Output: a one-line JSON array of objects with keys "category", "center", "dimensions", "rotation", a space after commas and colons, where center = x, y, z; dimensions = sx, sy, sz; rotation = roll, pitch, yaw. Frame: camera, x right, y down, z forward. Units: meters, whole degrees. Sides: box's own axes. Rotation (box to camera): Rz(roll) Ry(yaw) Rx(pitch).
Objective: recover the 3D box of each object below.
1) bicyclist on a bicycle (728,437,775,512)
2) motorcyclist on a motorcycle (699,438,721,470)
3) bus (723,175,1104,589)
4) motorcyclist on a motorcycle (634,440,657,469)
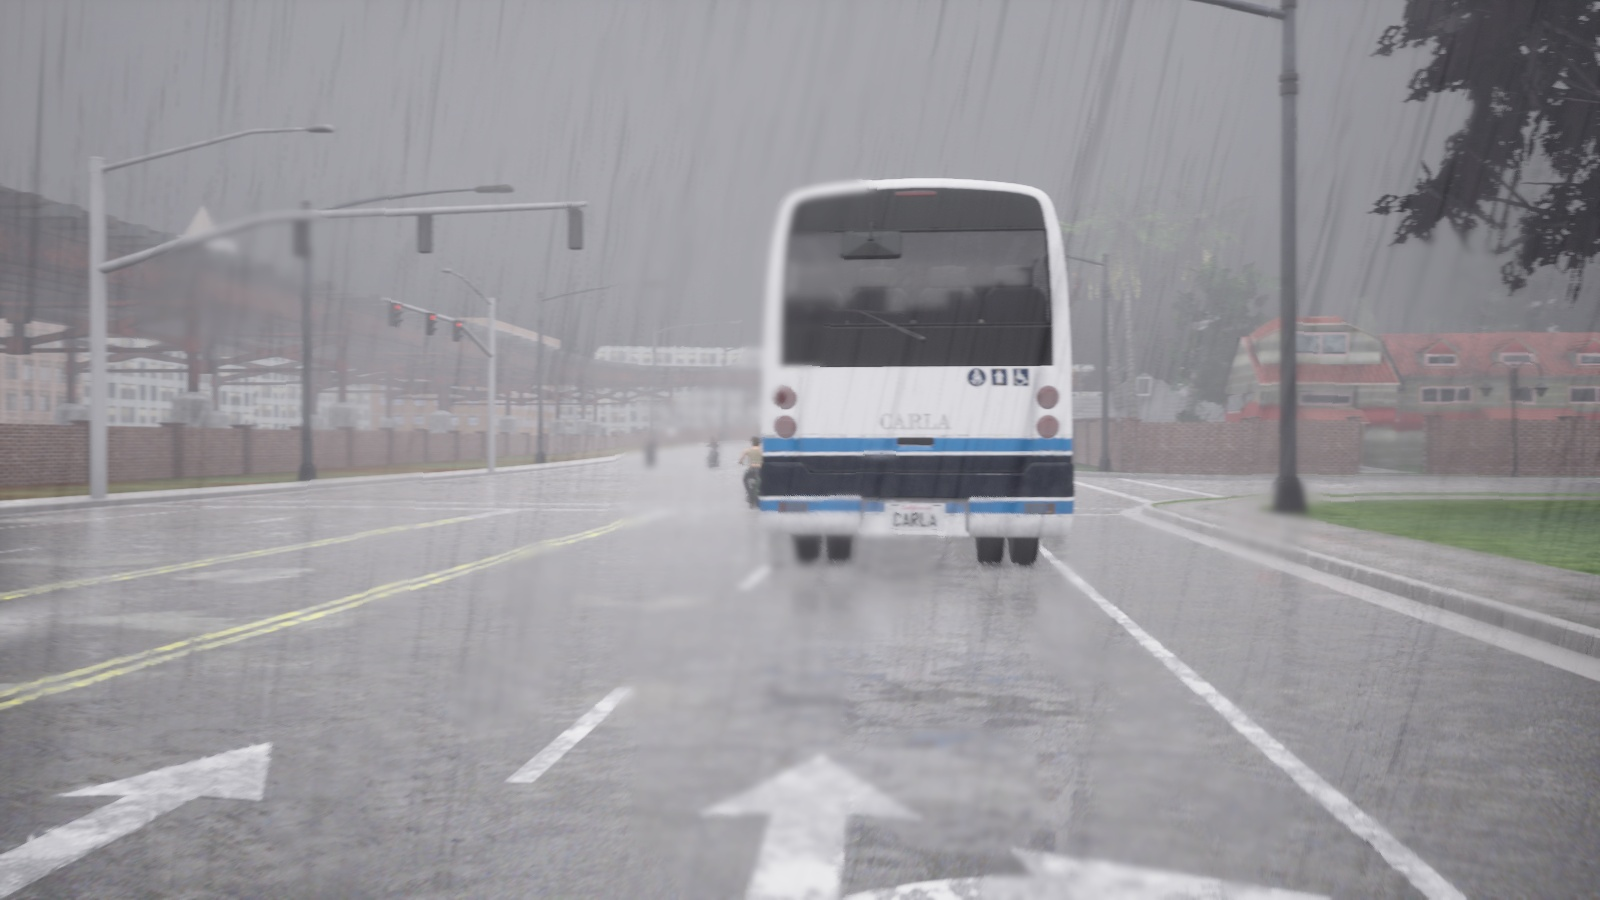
[{"category": "bicyclist on a bicycle", "center": [-1.073, 0.526, 28.014], "dimensions": [0.866, 1.612, 1.509], "rotation": [0, 0, 5]}, {"category": "motorcyclist on a motorcycle", "center": [-4.781, 0.198, 66.811], "dimensions": [0.766, 1.649, 2.350], "rotation": [0, 1, 5]}, {"category": "bus", "center": [1.604, -0.728, 18.205], "dimensions": [3.944, 4.253, 10.273], "rotation": [0, 0, 5]}, {"category": "motorcyclist on a motorcycle", "center": [-8.262, 0.222, 67.174], "dimensions": [0.797, 1.523, 2.044], "rotation": [0, 1, 5]}]
